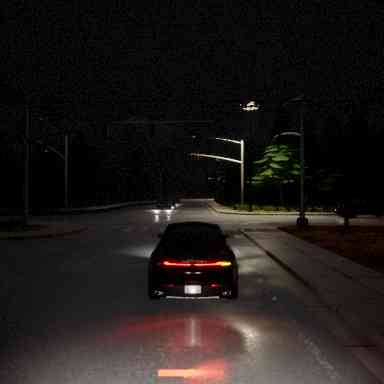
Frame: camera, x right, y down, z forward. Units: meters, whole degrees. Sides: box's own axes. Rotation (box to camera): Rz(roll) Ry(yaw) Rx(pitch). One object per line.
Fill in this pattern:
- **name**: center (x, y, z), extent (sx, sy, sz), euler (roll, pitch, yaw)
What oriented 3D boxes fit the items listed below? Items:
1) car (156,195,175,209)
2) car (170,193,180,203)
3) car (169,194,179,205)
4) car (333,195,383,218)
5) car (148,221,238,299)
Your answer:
- **car**: center (-3.683, 1.505, 44.355), extent (1.837, 1.490, 4.892), euler (0, 0, 0)
- **car**: center (-3.560, 1.221, 65.434), extent (2.150, 2.045, 5.566), euler (0, 0, 1)
- **car**: center (-3.686, 1.547, 54.802), extent (2.033, 1.411, 5.357), euler (0, 0, 0)
- **car**: center (15.542, 1.248, 29.565), extent (5.566, 2.045, 2.150), euler (0, 0, 1)
- **car**: center (0.031, 1.501, 8.416), extent (1.837, 1.490, 4.892), euler (0, 0, 0)
